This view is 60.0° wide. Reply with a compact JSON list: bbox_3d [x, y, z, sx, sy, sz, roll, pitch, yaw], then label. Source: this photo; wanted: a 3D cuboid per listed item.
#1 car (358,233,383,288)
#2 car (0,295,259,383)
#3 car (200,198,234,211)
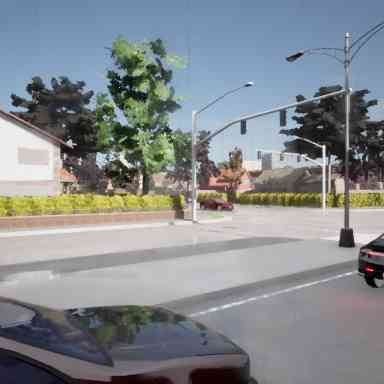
[{"bbox_3d":[5.935,1.492,8.018,4.902,1.511,2.128,0,0,-35],"label":"car"},{"bbox_3d":[-1.984,1.547,2.333,5.357,1.411,2.033,0,0,-35],"label":"car"},{"bbox_3d":[2.950,1.478,40.288,1.882,1.535,5.008,0,0,-36],"label":"car"}]
